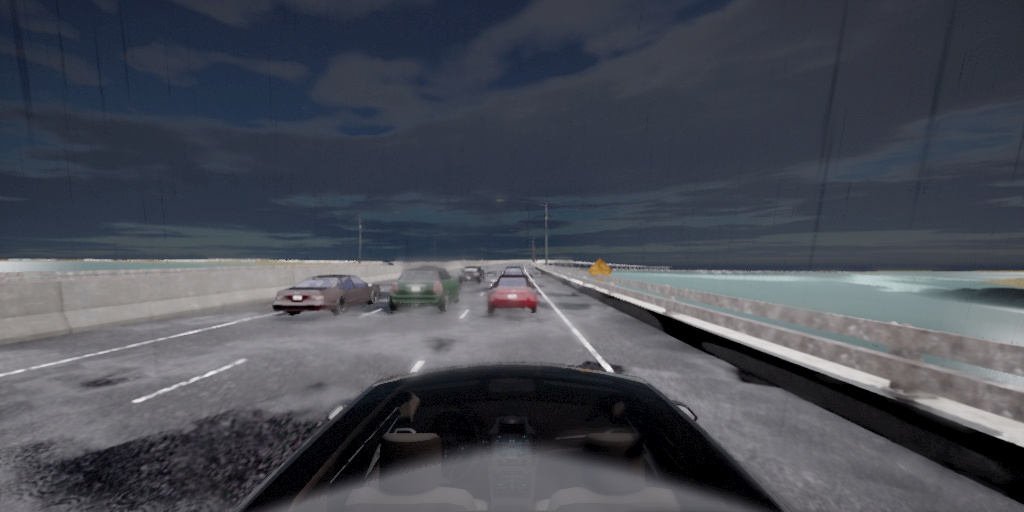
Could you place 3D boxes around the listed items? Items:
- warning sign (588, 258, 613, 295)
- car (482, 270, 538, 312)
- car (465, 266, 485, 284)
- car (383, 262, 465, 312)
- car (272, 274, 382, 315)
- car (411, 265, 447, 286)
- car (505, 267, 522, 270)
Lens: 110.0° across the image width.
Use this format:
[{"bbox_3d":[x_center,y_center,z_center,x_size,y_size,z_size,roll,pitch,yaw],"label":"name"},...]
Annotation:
[{"bbox_3d":[4.590,1.047,18.606,1.300,1.860,1.060,0,0,0],"label":"warning sign"},{"bbox_3d":[0.045,1.459,15.061,1.994,1.385,4.181,0,-1,1],"label":"car"},{"bbox_3d":[-3.340,1.584,30.495,1.812,1.442,4.674,0,0,1],"label":"car"},{"bbox_3d":[-3.453,1.246,15.085,2.097,1.767,4.553,0,-1,1],"label":"car"},{"bbox_3d":[-6.970,1.433,14.210,2.033,1.411,5.357,0,-1,1],"label":"car"},{"bbox_3d":[-6.849,1.562,30.125,1.837,1.490,4.892,0,0,1],"label":"car"},{"bbox_3d":[0.130,1.591,29.106,2.033,1.411,5.357,0,-1,1],"label":"car"}]
